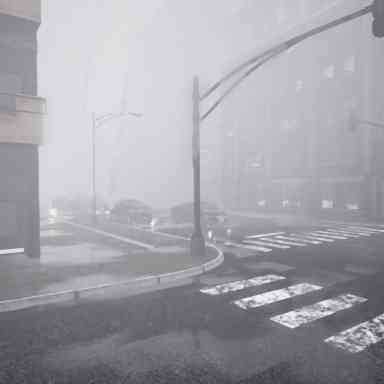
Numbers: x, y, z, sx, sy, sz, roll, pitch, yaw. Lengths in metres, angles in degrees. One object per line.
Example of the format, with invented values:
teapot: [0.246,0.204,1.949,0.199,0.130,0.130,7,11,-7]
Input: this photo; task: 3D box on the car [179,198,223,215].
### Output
car: [0.748,1.363,31.844,1.887,1.381,4.507,-1,1,-35]

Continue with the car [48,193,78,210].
car: [-15.924,1.315,41.032,1.967,1.590,4.097,-1,1,-35]

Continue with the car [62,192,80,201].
car: [-25.201,0.939,69.165,2.192,1.841,5.009,-1,1,-35]

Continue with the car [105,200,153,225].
car: [-4.428,1.511,24.189,1.887,1.381,4.507,-1,1,-35]

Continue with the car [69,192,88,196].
car: [-18.096,1.085,54.339,2.097,1.767,4.553,-1,1,-35]

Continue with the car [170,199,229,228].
car: [0.381,1.437,22.008,2.128,1.511,4.902,-1,1,-35]

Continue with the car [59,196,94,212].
car: [-12.691,1.450,36.359,2.008,1.369,4.403,-1,1,-35]

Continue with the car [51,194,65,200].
car: [-31.666,1.128,78.514,2.008,1.369,4.403,-1,1,-35]

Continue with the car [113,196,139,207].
car: [-9.132,1.270,45.941,1.752,1.417,4.829,-1,1,-35]

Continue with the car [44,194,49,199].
car: [-34.995,1.079,83.327,1.752,1.417,4.829,-1,1,-35]

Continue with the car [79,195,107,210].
car: [-11.502,1.400,39.201,2.033,1.411,5.357,-1,1,-35]

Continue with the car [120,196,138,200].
car: [-5.502,1.377,30.516,1.882,1.535,5.008,-1,1,-35]

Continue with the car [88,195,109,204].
car: [-15.597,1.221,55.287,1.752,1.417,4.829,-1,1,-35]
